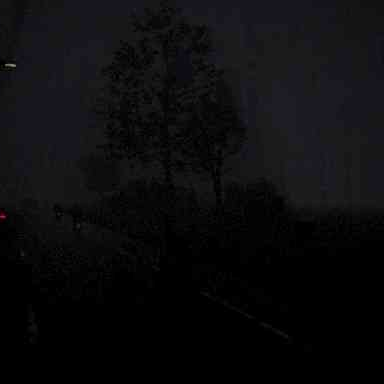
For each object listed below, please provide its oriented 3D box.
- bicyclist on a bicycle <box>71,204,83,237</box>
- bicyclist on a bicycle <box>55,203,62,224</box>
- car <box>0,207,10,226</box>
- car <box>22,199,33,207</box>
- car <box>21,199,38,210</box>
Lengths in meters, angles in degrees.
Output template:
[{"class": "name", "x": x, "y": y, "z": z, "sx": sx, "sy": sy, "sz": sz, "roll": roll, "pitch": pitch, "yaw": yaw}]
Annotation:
[{"class": "bicyclist on a bicycle", "x": -6.385, "y": 1.542, "z": 18.382, "sx": 0.659, "sy": 1.776, "sz": 1.843, "roll": 0, "pitch": 0, "yaw": -28}, {"class": "bicyclist on a bicycle", "x": -10.508, "y": 1.710, "z": 26.171, "sx": 0.582, "sy": 1.620, "sz": 1.656, "roll": 0, "pitch": -1, "yaw": -28}, {"class": "car", "x": -15.160, "y": 1.842, "z": 25.621, "sx": 2.033, "sy": 1.411, "sz": 5.357, "roll": 0, "pitch": 0, "yaw": -28}, {"class": "car", "x": -32.864, "y": 2.212, "z": 66.314, "sx": 1.837, "sy": 1.490, "sz": 4.892, "roll": 0, "pitch": 0, "yaw": -28}, {"class": "car", "x": -26.355, "y": 1.928, "z": 54.233, "sx": 2.097, "sy": 1.767, "sz": 4.553, "roll": 0, "pitch": -1, "yaw": -28}]
